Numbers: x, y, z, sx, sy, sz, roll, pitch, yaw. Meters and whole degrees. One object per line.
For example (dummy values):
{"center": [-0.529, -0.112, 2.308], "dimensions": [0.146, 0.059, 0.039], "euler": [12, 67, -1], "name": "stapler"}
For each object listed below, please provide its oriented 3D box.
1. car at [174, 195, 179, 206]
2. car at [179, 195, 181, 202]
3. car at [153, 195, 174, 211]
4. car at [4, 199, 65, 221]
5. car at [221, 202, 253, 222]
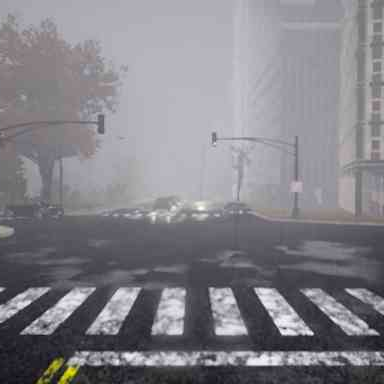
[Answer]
{"center": [-3.310, 1.299, 49.273], "dimensions": [1.882, 1.535, 5.008], "euler": [0, 0, 0], "name": "car"}
{"center": [-3.231, 1.249, 66.605], "dimensions": [1.882, 1.535, 5.008], "euler": [0, 1, 0], "name": "car"}
{"center": [-3.329, 1.333, 37.948], "dimensions": [1.882, 1.535, 5.008], "euler": [0, 0, -1], "name": "car"}
{"center": [-11.885, 1.267, 25.039], "dimensions": [4.902, 1.511, 2.128], "euler": [1, 2, 22], "name": "car"}
{"center": [3.365, 1.445, 25.434], "dimensions": [2.033, 1.411, 5.357], "euler": [0, 0, 0], "name": "car"}
